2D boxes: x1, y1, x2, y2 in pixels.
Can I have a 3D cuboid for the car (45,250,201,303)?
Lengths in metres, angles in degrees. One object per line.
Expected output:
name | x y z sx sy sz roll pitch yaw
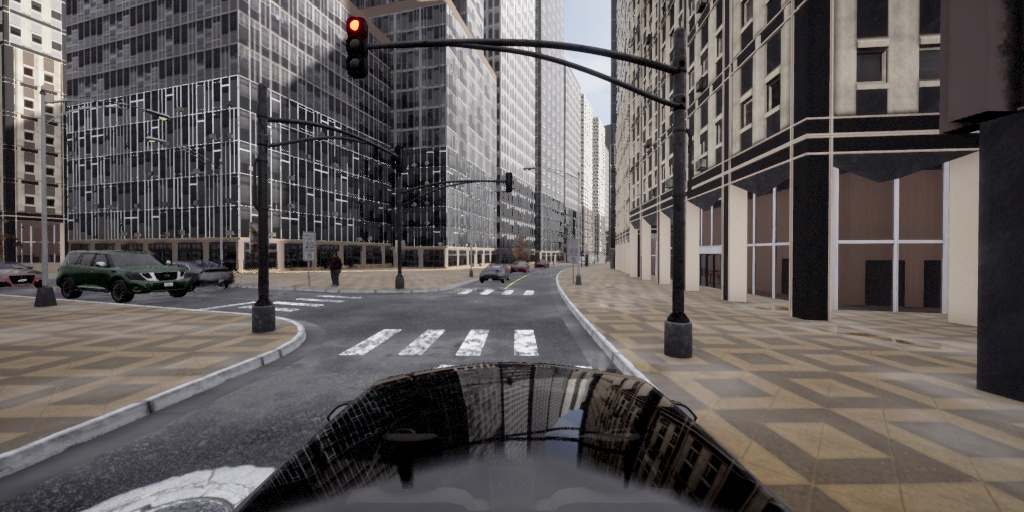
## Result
car | -16.617 0.770 15.376 5.566 2.045 2.150 1 1 17

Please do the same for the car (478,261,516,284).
car | -1.224 1.331 28.109 2.033 1.411 5.357 0 0 7

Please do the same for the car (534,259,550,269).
car | 5.193 1.330 61.781 2.097 1.767 4.553 0 0 15

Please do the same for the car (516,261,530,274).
car | 0.942 1.320 42.707 1.882 1.535 5.008 0 0 11

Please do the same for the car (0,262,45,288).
car | -25.803 0.981 18.032 4.181 1.385 1.994 1 1 16

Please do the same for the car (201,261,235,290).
car | -16.717 1.002 18.420 4.902 1.511 2.128 1 1 17

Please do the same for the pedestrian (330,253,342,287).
pedestrian | -9.580 0.716 19.439 0.375 1.860 0.375 0 0 16
